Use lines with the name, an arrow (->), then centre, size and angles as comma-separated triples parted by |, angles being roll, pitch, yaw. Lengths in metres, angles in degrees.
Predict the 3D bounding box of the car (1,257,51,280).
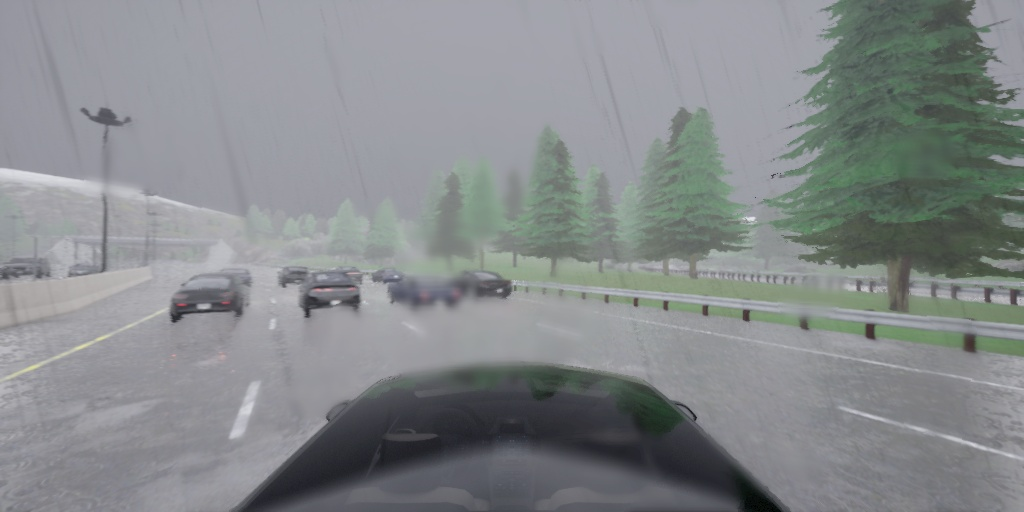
car -> -45.637, 1.111, 33.836 | 2.150, 2.045, 5.566 | 1, -1, -44

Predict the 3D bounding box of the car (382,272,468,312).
car -> -3.886, 1.523, 15.359 | 1.895, 1.301, 4.718 | 1, -1, -33

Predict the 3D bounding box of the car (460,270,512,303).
car -> -1.895, 1.463, 18.725 | 1.882, 1.535, 5.008 | 1, -1, -33

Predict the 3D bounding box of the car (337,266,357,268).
car -> -13.415, 1.542, 28.863 | 2.128, 1.511, 4.902 | 1, -1, -37

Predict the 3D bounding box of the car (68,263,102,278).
car -> -43.232, 1.435, 36.371 | 2.128, 1.511, 4.902 | 1, -1, -44

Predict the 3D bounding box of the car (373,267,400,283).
car -> -10.722, 1.668, 31.097 | 1.994, 1.385, 4.181 | 1, -1, -37

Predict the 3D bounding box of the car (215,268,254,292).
car -> -18.692, 1.545, 24.240 | 1.895, 1.301, 4.718 | 1, -1, -37

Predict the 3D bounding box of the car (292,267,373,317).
car -> -7.181, 1.370, 14.014 | 2.128, 1.511, 4.902 | 1, -1, -33

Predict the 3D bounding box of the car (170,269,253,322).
car -> -10.534, 1.361, 12.761 | 1.812, 1.442, 4.674 | 1, -1, -33

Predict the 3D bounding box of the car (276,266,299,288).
car -> -16.257, 1.506, 26.820 | 1.837, 1.490, 4.892 | 1, -1, -37
